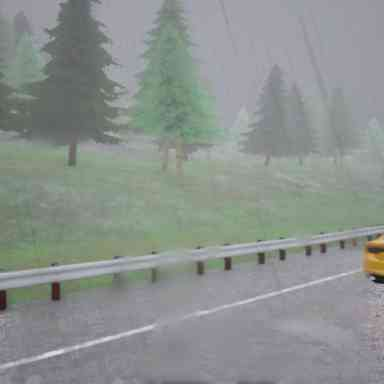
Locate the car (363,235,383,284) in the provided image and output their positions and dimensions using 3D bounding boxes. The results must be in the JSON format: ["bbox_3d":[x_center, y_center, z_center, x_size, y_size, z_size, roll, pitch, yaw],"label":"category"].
[{"bbox_3d":[6.275,1.482,8.406,5.008,1.535,1.882,0,0,-37],"label":"car"}]
